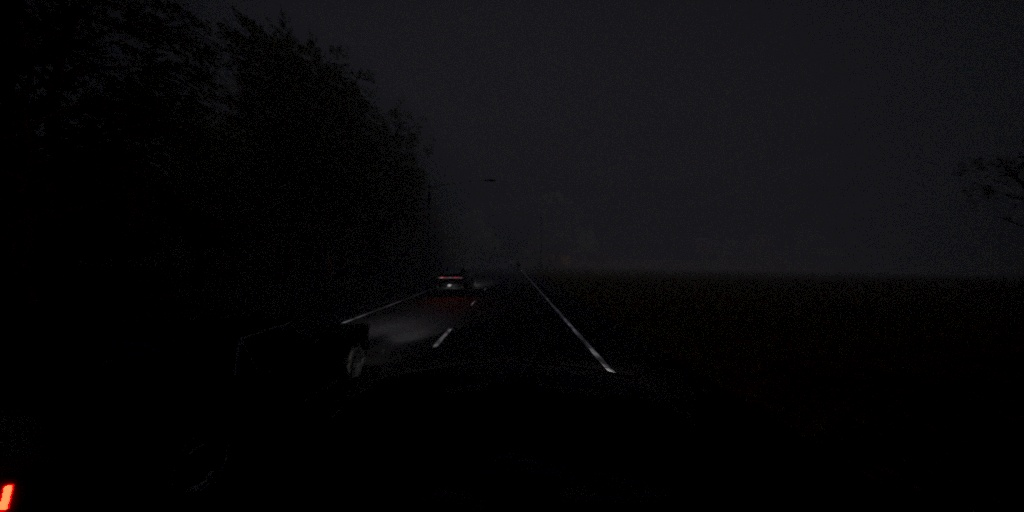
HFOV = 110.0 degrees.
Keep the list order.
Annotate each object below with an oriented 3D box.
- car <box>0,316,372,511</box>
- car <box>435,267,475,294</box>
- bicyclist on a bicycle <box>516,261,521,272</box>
[{"bbox_3d":[-3.401,1.373,4.250,1.895,1.301,4.718,0,-1,0],"label":"car"},{"bbox_3d":[-3.412,1.422,21.967,2.128,1.511,4.902,0,-1,0],"label":"car"},{"bbox_3d":[0.941,1.543,48.916,0.659,1.776,1.843,0,0,0],"label":"bicyclist on a bicycle"}]
